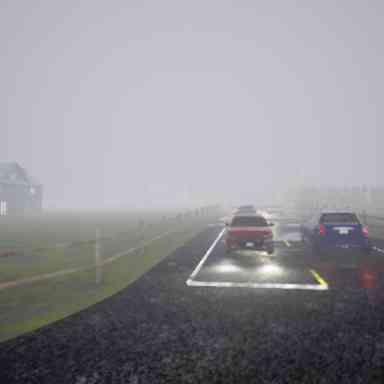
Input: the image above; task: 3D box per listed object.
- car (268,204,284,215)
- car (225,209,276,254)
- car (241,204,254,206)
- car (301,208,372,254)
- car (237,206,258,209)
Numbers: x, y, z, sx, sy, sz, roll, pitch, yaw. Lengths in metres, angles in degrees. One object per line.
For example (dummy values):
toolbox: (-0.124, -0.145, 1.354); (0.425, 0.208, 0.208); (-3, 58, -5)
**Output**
car: (11.081, 2.307, 44.208); (1.895, 1.301, 4.718); (-1, -1, 9)
car: (2.569, 1.730, 14.952); (1.882, 1.535, 5.008); (-1, -1, 9)
car: (5.793, 2.065, 34.691); (1.882, 1.535, 5.008); (-1, -1, 10)
car: (6.147, 1.556, 14.690); (2.097, 1.767, 4.553); (-1, -1, 11)
car: (4.168, 1.981, 24.677); (1.994, 1.385, 4.181); (-1, -1, 10)
